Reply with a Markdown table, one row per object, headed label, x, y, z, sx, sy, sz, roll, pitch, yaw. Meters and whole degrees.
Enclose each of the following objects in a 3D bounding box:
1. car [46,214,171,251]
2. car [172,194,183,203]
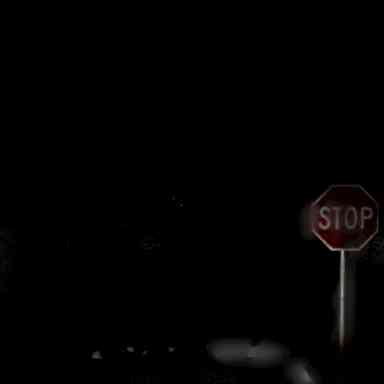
| label | x | y | z | sx | sy | sz | roll | pitch | yaw |
| --- | --- | --- | --- | --- | --- | --- | --- | --- | --- |
| car | -3.210 | 1.588 | 13.545 | 4.718 | 1.301 | 1.895 | 1 | 1 | 0 |
| car | -2.818 | 1.228 | 65.478 | 2.097 | 1.767 | 4.553 | 0 | 0 | 0 |
